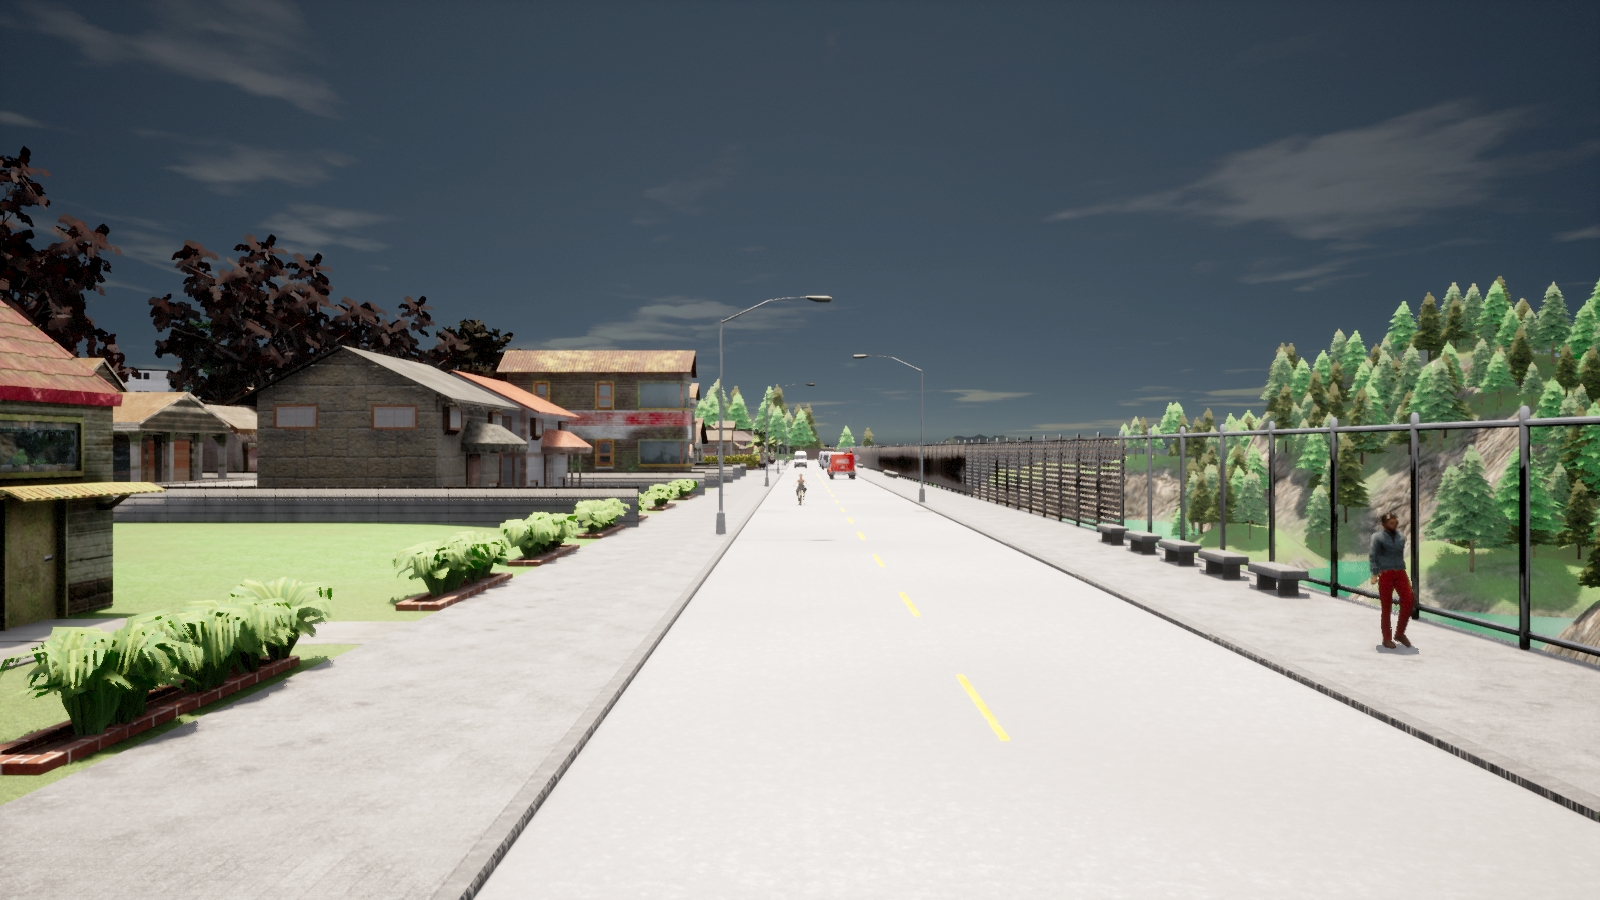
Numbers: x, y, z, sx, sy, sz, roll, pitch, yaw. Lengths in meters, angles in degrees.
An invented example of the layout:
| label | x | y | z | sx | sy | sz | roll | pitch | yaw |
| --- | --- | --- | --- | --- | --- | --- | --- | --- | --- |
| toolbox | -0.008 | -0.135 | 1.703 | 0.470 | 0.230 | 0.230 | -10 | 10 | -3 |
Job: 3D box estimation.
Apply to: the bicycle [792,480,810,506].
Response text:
| label | x | y | z | sx | sy | sz | roll | pitch | yaw |
| --- | --- | --- | --- | --- | --- | --- | --- | --- | --- |
| bicycle | 0.054 | 2.158 | 57.524 | 0.859 | 1.276 | 1.487 | 0 | 0 | 0 |

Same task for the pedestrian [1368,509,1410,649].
| label | x | y | z | sx | sy | sz | roll | pitch | yaw |
| --- | --- | --- | --- | --- | --- | --- | --- | --- | --- |
| pedestrian | 7.993 | 1.743 | 15.521 | 0.375 | 1.860 | 0.375 | 0 | 0 | -1 |
